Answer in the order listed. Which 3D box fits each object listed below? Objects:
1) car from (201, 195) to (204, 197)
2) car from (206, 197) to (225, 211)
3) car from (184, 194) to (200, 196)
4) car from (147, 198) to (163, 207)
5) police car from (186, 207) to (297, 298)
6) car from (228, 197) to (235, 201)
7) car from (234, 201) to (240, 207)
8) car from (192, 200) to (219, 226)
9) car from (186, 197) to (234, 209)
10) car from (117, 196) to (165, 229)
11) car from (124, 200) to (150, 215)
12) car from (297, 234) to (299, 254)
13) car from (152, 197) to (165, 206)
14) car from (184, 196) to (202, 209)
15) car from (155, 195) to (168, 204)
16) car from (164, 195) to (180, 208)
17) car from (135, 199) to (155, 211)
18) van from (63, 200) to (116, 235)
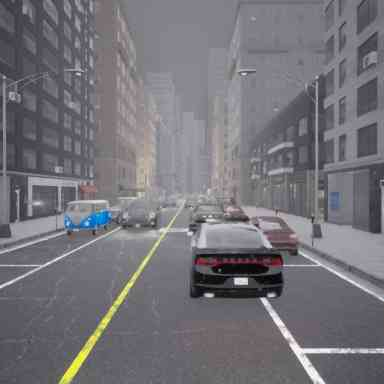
[{"bbox_3d":[2.829,1.558,51.380,2.008,1.369,4.403,0,0,0],"label":"car"},{"bbox_3d":[2.835,1.443,40.378,1.967,1.590,4.097,0,0,0],"label":"car"},{"bbox_3d":[-0.030,1.515,58.888,1.837,1.490,4.892,0,0,0],"label":"car"},{"bbox_3d":[-5.696,1.573,51.376,1.947,1.339,4.313,0,0,0],"label":"car"},{"bbox_3d":[0.895,1.425,8.655,1.930,1.638,5.238,0,0,0],"label":"police car"},{"bbox_3d":[2.840,1.316,29.375,2.192,1.841,5.009,0,0,0],"label":"car"},{"bbox_3d":[2.844,1.582,23.873,1.802,1.307,4.206,0,0,0],"label":"car"},{"bbox_3d":[0.887,1.455,24.735,1.801,1.575,5.366,0,0,0],"label":"car"},{"bbox_3d":[0.890,1.351,18.516,2.097,1.767,4.553,0,0,0],"label":"car"},{"bbox_3d":[-3.111,1.352,21.376,2.097,1.767,4.553,0,0,0],"label":"car"},{"bbox_3d":[-5.687,1.568,34.872,1.947,1.339,4.313,0,0,0],"label":"car"},{"bbox_3d":[2.849,1.581,12.871,1.802,1.307,4.206,0,0,0],"label":"car"},{"bbox_3d":[-5.699,1.591,56.877,1.802,1.307,4.206,0,0,0],"label":"car"},{"bbox_3d":[-0.008,1.569,45.453,1.994,1.385,4.181,0,0,0],"label":"car"},{"bbox_3d":[-5.702,1.452,62.379,1.967,1.590,4.097,0,0,0],"label":"car"},{"bbox_3d":[-3.024,1.510,47.120,1.837,1.490,4.892,0,0,0],"label":"car"},{"bbox_3d":[-5.690,1.585,40.374,1.802,1.307,4.206,0,0,0],"label":"car"},{"bbox_3d":[-5.679,1.341,18.369,1.690,1.788,3.998,0,0,0],"label":"van"}]
